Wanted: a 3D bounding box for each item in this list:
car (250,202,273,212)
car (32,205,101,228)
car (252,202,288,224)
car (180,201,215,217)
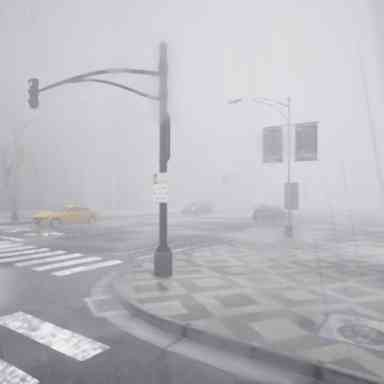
[{"bbox_3d":[10.961,2.335,52.119,1.994,1.385,4.181,0,-1,35],"label":"car"},{"bbox_3d":[-8.975,1.698,24.136,1.882,1.535,5.008,0,-1,34],"label":"car"},{"bbox_3d":[7.100,1.930,29.612,2.128,1.511,4.902,0,-1,35],"label":"car"},{"bbox_3d":[0.663,1.815,37.726,2.097,1.767,4.553,0,-1,35],"label":"car"}]
